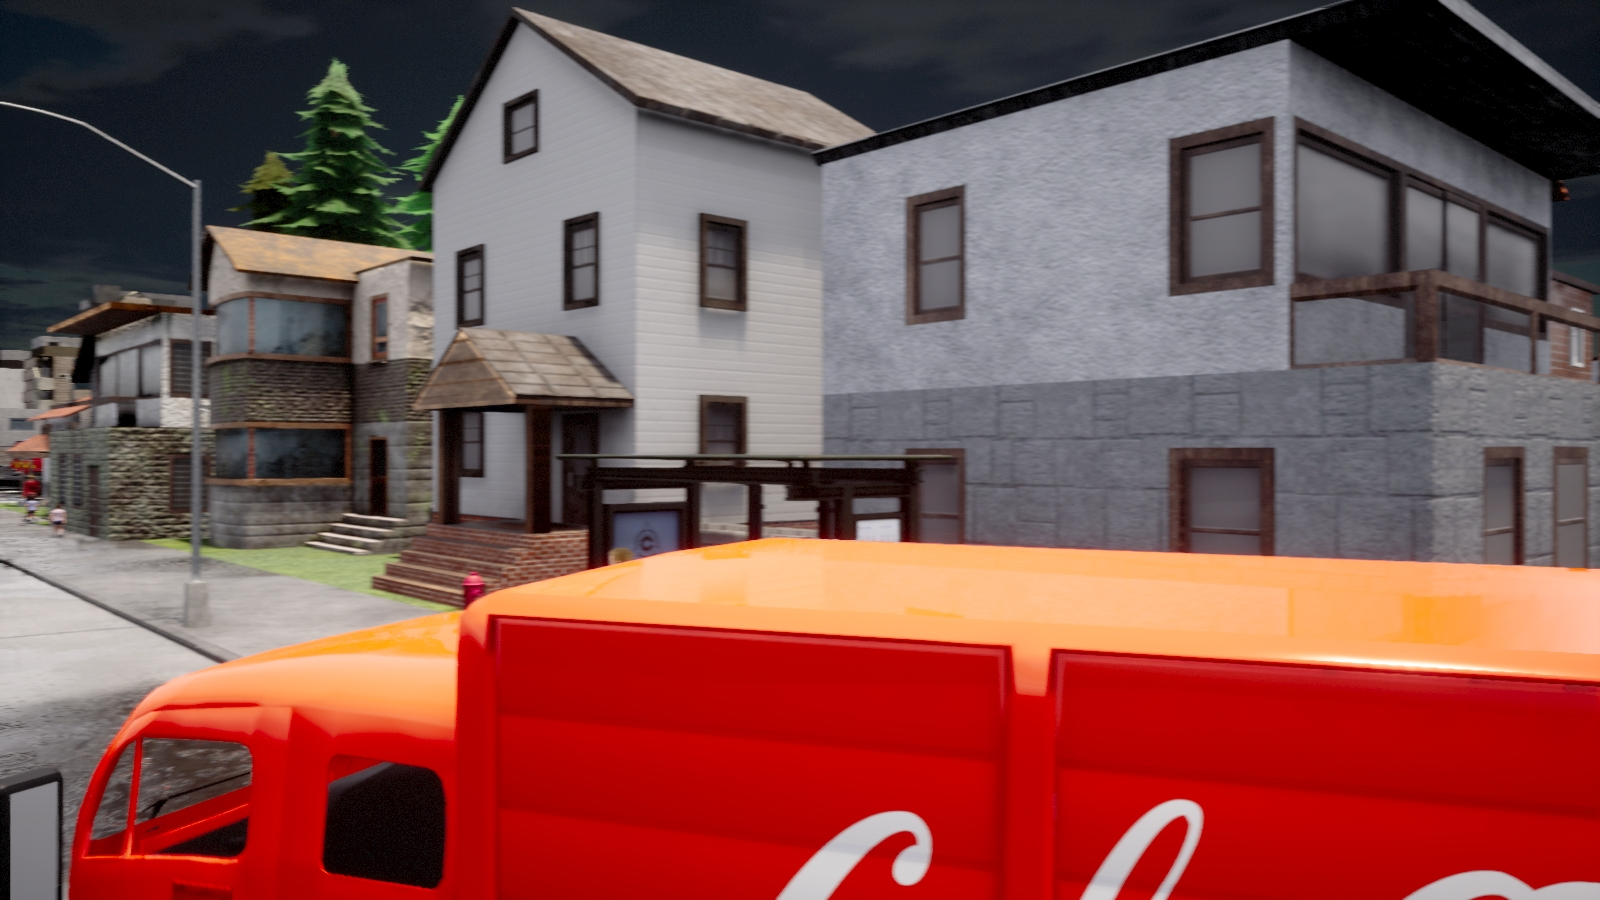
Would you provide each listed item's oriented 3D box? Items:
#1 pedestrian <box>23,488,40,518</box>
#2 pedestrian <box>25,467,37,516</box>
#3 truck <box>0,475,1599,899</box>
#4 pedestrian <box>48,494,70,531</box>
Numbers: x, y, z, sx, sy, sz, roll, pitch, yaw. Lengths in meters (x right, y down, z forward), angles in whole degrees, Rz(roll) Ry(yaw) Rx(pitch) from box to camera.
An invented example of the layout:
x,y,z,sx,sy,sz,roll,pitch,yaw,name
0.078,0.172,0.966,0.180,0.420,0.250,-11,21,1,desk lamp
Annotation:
x,y,z,sx,sy,sz,roll,pitch,yaw,name
-28.839,1.972,42.899,0.500,1.100,0.500,0,0,-31,pedestrian
-29.733,1.592,44.176,0.375,1.860,0.375,0,0,-39,pedestrian
0.222,1.357,3.596,5.204,2.467,2.627,0,0,20,truck
-23.269,1.960,35.881,0.500,1.100,0.500,0,0,-40,pedestrian
